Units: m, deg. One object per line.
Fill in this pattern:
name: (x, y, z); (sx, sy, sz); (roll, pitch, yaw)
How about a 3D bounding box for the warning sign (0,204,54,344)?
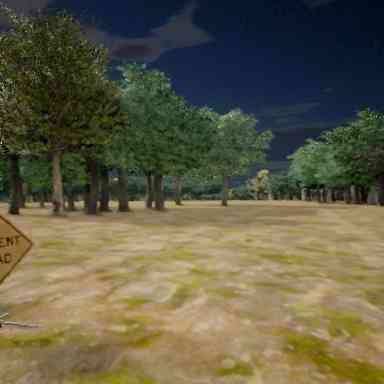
warning sign: (-2.964, 1.132, 4.925); (1.060, 1.860, 1.300); (-1, 0, 36)
